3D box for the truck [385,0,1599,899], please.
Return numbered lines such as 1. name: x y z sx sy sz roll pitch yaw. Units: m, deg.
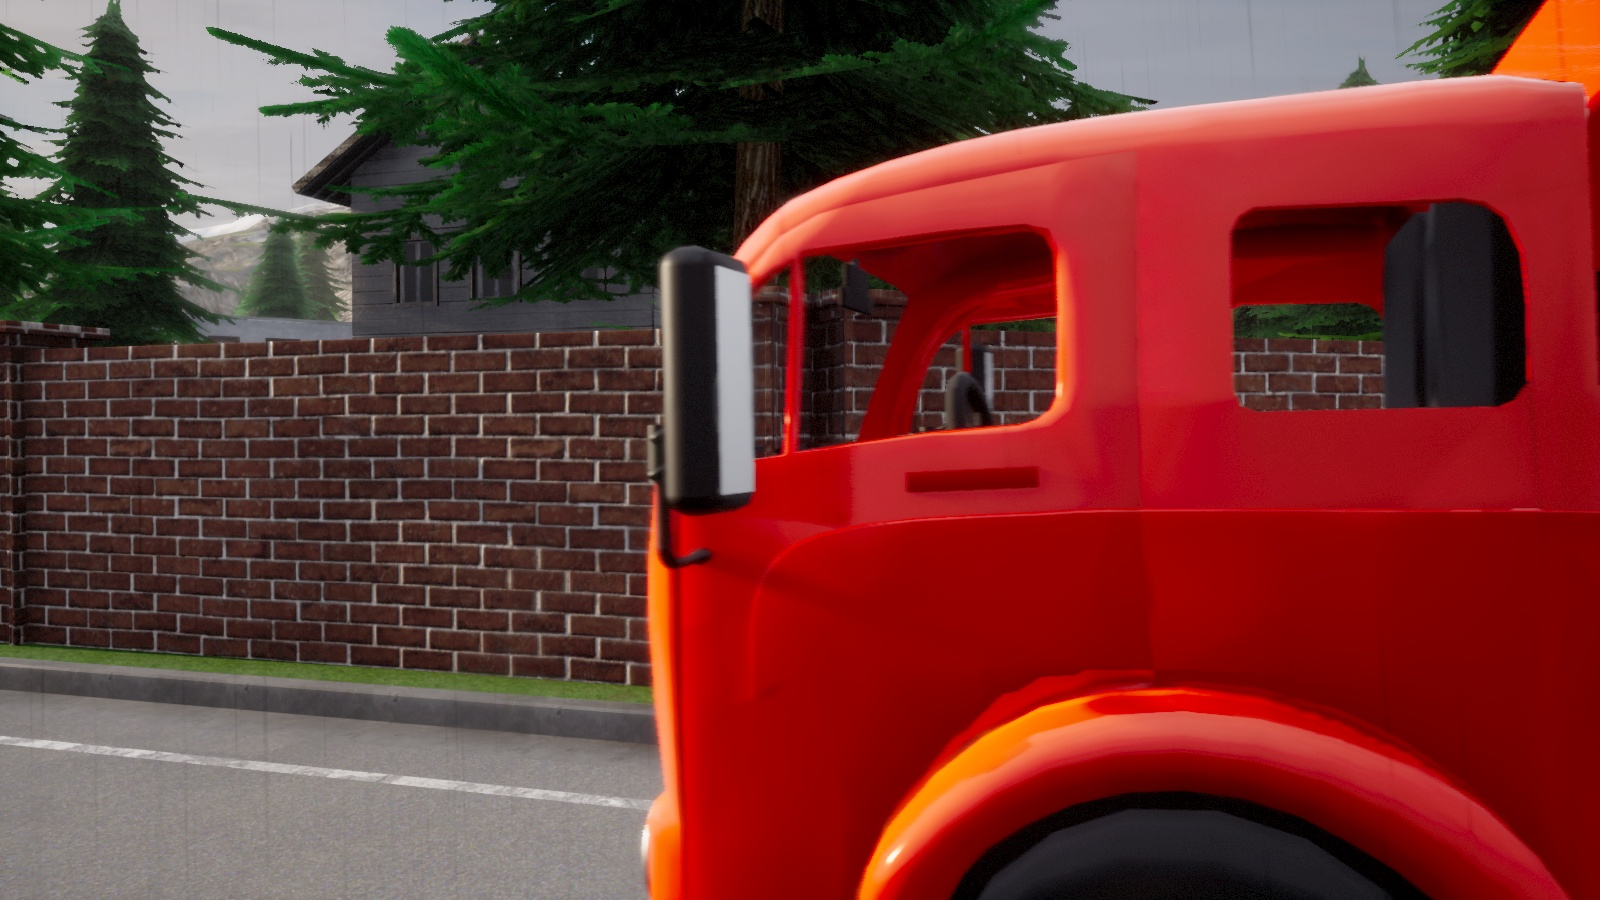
1. truck: 2.234 0.293 2.434 5.204 2.467 2.627 -1 1 19
